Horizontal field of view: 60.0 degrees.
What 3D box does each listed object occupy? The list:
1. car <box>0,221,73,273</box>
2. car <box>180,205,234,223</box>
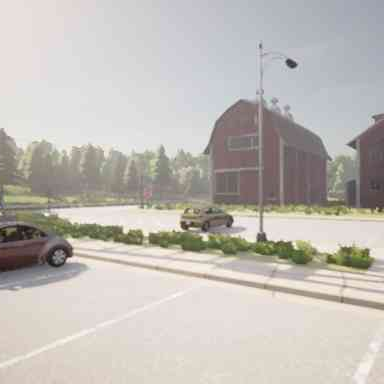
[{"bbox_3d":[-5.515,1.576,9.532,1.784,1.438,3.905,0,0,36],"label":"car"},{"bbox_3d":[0.978,1.567,20.702,1.816,1.474,4.193,0,0,36],"label":"car"}]
